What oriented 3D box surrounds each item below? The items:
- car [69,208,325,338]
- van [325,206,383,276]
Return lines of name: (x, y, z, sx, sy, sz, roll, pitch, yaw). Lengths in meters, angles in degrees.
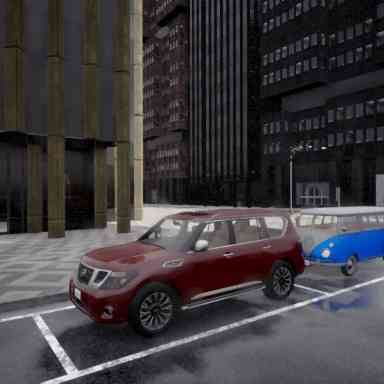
car: (0.208, 1.315, 6.809, 5.009, 1.841, 2.192, 0, 0, -36)
van: (4.704, 1.341, 10.020, 3.998, 1.788, 1.690, 0, 0, -36)
